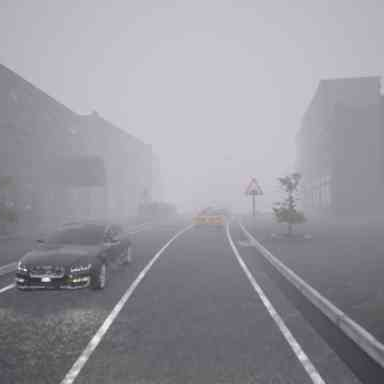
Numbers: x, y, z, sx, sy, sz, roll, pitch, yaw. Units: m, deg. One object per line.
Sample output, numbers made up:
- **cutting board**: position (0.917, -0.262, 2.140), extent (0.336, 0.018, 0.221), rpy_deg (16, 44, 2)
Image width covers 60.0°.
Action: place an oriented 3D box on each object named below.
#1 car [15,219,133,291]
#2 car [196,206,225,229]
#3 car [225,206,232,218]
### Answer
- **car**: position (-2.926, 1.581, 9.267), extent (1.837, 1.490, 4.892), rpy_deg (0, -1, 2)
- **car**: position (1.335, 1.891, 24.953), extent (1.801, 1.575, 5.366), rpy_deg (1, -1, 6)
- **car**: position (4.000, 2.535, 42.427), extent (1.837, 1.490, 4.892), rpy_deg (-1, -2, 11)
